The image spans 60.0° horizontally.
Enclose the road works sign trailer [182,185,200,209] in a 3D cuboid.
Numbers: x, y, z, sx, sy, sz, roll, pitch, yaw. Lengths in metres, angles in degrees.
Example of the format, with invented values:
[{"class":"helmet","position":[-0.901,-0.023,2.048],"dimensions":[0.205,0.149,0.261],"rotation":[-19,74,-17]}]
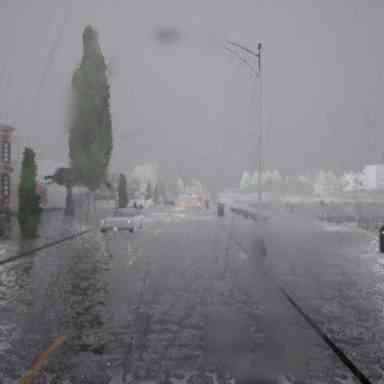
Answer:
[{"class":"road works sign trailer","position":[-0.003,0.689,49.108],"dimensions":[2.380,3.560,2.880],"rotation":[0,0,0]}]

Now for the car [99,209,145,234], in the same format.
[{"class":"car","position":[-4.100,1.693,20.008],"dimensions":[1.895,1.301,4.718],"rotation":[0,0,0]}]

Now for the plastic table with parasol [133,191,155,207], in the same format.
[{"class":"plastic table with parasol","position":[-7.728,1.147,53.701],"dimensions":[2.482,2.480,2.482],"rotation":[0,0,-40]}]

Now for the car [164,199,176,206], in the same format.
[{"class":"car","position":[-4.036,1.878,60.694],"dimensions":[1.895,1.301,4.718],"rotation":[0,0,1]}]
